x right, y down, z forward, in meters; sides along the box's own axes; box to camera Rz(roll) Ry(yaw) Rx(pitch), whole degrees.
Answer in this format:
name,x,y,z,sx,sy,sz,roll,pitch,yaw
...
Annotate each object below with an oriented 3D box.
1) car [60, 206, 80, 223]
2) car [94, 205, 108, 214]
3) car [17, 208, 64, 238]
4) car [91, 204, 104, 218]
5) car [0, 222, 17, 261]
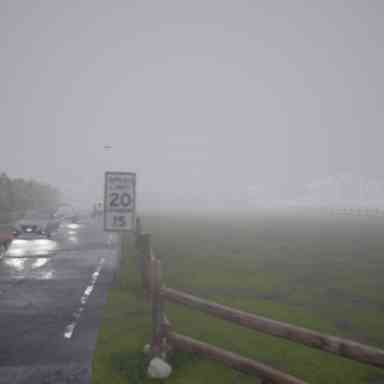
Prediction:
name,x,y,z,sx,sy,sz,roll,pitch,yaw
car,-11.700,2.083,31.040,1.812,1.442,4.674,2,-2,-13
car,-13.776,2.607,50.151,1.895,1.301,4.718,2,-2,-16
car,-9.183,1.887,19.832,1.994,1.385,4.181,2,-2,-12
car,-10.919,2.158,39.853,2.097,1.767,4.553,2,-2,-14
car,-7.226,1.713,10.089,1.895,1.301,4.718,2,-2,-11
